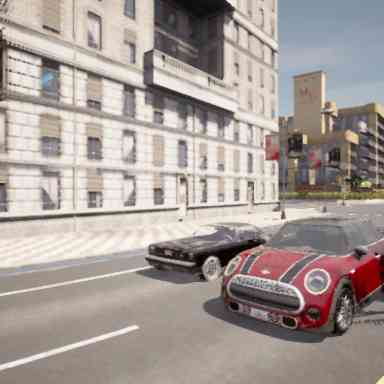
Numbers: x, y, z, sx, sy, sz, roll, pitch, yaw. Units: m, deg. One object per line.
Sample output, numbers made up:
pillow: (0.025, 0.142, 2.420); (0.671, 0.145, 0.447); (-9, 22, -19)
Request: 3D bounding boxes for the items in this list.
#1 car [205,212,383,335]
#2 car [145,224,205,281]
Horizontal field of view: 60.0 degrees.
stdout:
car: (2.624, 1.358, 6.948); (2.097, 1.767, 4.553); (0, 0, 44)
car: (0.877, 1.619, 10.104); (1.895, 1.301, 4.718); (0, 0, 42)
